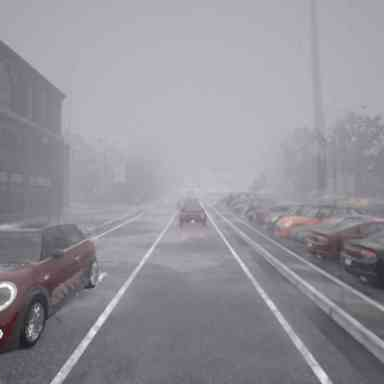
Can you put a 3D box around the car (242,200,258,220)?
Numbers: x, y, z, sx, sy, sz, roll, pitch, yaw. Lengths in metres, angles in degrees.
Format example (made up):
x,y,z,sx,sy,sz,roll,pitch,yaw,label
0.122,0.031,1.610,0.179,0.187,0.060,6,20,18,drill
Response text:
x,y,z,sx,sy,sz,roll,pitch,yaw,label
6.502,1.614,25.143,4.792,1.488,2.163,0,1,0,car

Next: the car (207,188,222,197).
x,y,z,sx,sy,sz,roll,pitch,yaw,label
6.564,0.424,80.031,4.792,1.488,2.163,0,3,0,car

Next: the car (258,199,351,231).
x,y,z,sx,sy,sz,roll,pitch,yaw,label
6.527,1.505,19.567,4.553,1.767,2.185,0,0,0,car

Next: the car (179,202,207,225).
x,y,z,sx,sy,sz,roll,pitch,yaw,label
0.052,1.654,24.387,1.895,1.301,4.718,0,0,0,car

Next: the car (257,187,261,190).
x,y,z,sx,sy,sz,roll,pitch,yaw,label
19.700,0.186,85.493,4.674,1.452,2.002,0,3,0,car

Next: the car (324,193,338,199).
x,y,z,sx,sy,sz,roll,pitch,yaw,label
19.746,1.249,41.849,4.792,1.488,2.163,0,2,0,car

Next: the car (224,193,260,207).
x,y,z,sx,sy,sz,roll,pitch,yaw,label
6.687,1.005,44.644,4.553,1.767,2.185,0,2,0,car

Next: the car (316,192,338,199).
x,y,z,sx,sy,sz,roll,pitch,yaw,label
19.739,1.160,44.760,4.674,1.452,2.002,0,2,0,car

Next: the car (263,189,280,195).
x,y,z,sx,sy,sz,roll,pitch,yaw,label
19.653,0.508,77.312,5.008,1.535,2.097,0,3,0,car

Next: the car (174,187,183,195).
x,y,z,sx,sy,sz,roll,pitch,yaw,label
-3.470,-0.221,86.294,2.150,2.045,5.566,0,2,0,car

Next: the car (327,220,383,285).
x,y,z,sx,sy,sz,roll,pitch,yaw,label
6.419,1.617,8.422,5.008,1.535,2.097,0,0,0,car

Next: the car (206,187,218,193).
x,y,z,sx,sy,sz,roll,pitch,yaw,label
6.614,0.272,82.803,5.008,1.535,2.097,0,3,0,car

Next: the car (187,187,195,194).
x,y,z,sx,sy,sz,roll,pitch,yaw,label
-0.225,-0.094,89.839,1.837,1.490,4.892,0,2,0,car

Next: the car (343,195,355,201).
x,y,z,sx,sy,sz,roll,pitch,yaw,label
19.868,1.378,36.262,5.366,1.575,1.946,0,2,0,car

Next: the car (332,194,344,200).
x,y,z,sx,sy,sz,roll,pitch,yaw,label
19.885,1.302,39.056,5.366,1.575,1.946,0,2,0,car

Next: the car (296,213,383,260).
x,y,z,sx,sy,sz,roll,pitch,yaw,label
6.436,1.633,11.211,5.008,1.535,2.097,0,0,0,car

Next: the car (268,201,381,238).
x,y,z,sx,sy,sz,roll,pitch,yaw,label
6.509,1.514,16.787,4.553,1.767,2.185,0,0,0,car

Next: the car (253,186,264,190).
x,y,z,sx,sy,sz,roll,pitch,yaw,label
19.533,0.021,88.260,5.366,1.575,1.946,0,3,0,car

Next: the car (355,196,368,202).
x,y,z,sx,sy,sz,roll,pitch,yaw,label
19.636,1.474,33.609,4.792,1.488,2.163,0,1,0,car

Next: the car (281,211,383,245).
x,y,z,sx,sy,sz,roll,pitch,yaw,label
6.463,1.680,14.000,4.674,1.452,2.002,0,0,0,car

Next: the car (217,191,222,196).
x,y,z,sx,sy,sz,roll,pitch,yaw,label
6.662,0.956,50.215,4.792,1.488,2.163,0,2,0,car

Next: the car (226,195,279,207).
x,y,z,sx,sy,sz,roll,pitch,yaw,label
6.596,1.388,36.290,4.892,1.521,2.231,0,1,0,car

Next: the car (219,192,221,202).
x,y,z,sx,sy,sz,roll,pitch,yaw,label
6.703,1.058,47.433,4.792,1.488,2.163,0,2,0,car

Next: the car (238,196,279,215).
x,y,z,sx,sy,sz,roll,pitch,yaw,label
6.518,1.423,27.929,4.553,1.767,2.185,0,1,0,car

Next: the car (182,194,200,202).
x,y,z,sx,sy,sz,roll,pitch,yaw,label
-0.001,1.346,42.829,2.128,1.511,4.902,0,1,0,car

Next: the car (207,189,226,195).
x,y,z,sx,sy,sz,roll,pitch,yaw,label
6.661,-0.095,91.124,4.892,1.521,2.231,0,3,0,car

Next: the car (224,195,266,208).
x,y,z,sx,sy,sz,roll,pitch,yaw,label
6.632,1.225,41.870,5.008,1.535,2.097,0,2,0,car

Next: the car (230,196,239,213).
x,y,z,sx,sy,sz,roll,pitch,yaw,label
6.555,1.482,33.512,4.792,1.488,2.163,0,1,0,car

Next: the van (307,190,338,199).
x,y,z,sx,sy,sz,roll,pitch,yaw,label
19.644,0.696,50.206,4.442,1.987,1.878,-1,2,0,van

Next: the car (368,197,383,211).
x,y,z,sx,sy,sz,roll,pitch,yaw,label
19.642,1.497,30.818,5.008,1.535,2.097,0,1,0,car

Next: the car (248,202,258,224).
x,y,z,sx,sy,sz,roll,pitch,yaw,label
6.542,1.641,22.355,4.792,1.488,2.163,0,0,0,car

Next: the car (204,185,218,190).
x,y,z,sx,sy,sz,roll,pitch,yaw,label
6.652,-0.102,85.565,5.566,2.045,2.435,0,3,0,car

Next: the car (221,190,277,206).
x,y,z,sx,sy,sz,roll,pitch,yaw,label
6.648,1.059,39.071,5.566,2.045,2.435,0,2,0,car

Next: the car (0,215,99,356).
x,y,z,sx,sy,sz,roll,pitch,yaw,label
-3.358,1.414,6.341,2.097,1.767,4.553,0,0,0,car

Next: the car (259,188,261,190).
x,y,z,sx,sy,sz,roll,pitch,yaw,label
19.658,0.298,82.725,4.792,1.488,2.163,0,3,0,car

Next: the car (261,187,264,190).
x,y,z,sx,sy,sz,roll,pitch,yaw,label
19.704,0.260,80.075,4.553,1.767,2.185,0,3,0,car

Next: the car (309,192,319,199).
x,y,z,sx,sy,sz,roll,pitch,yaw,label
19.757,1.058,47.543,4.674,1.452,2.002,0,2,0,car
